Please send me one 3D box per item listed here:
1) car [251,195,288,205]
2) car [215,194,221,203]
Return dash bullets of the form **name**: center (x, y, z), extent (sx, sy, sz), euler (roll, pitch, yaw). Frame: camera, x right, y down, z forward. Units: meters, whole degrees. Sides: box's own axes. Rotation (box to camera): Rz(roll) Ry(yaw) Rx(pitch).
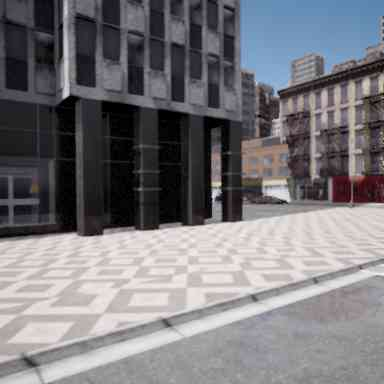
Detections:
- **car**: center (10.823, 1.184, 46.855), extent (2.033, 1.411, 5.357), euler (-1, 0, -36)
- **car**: center (6.356, 0.886, 58.265), extent (2.150, 2.045, 5.566), euler (-1, 0, -36)
